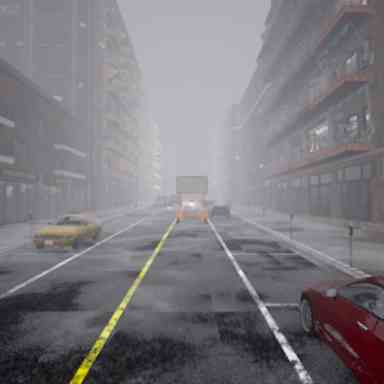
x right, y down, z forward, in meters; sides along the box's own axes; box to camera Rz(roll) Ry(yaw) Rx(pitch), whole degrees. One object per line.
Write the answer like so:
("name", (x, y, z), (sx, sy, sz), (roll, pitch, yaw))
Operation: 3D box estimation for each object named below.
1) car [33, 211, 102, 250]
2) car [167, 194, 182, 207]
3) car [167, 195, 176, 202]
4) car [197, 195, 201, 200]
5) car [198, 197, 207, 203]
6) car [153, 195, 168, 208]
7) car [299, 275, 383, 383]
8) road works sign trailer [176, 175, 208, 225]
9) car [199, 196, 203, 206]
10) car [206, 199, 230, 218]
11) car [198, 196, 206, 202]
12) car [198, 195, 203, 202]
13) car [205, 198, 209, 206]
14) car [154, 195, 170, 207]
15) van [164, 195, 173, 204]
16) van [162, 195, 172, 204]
("car", (-5.293, 1.565, 14.739), (1.752, 1.417, 4.829), (2, 0, 0))
("car", (-2.807, 1.442, 57.117), (2.150, 2.045, 5.566), (0, 0, 1))
("car", (-5.289, 1.716, 86.799), (2.192, 1.841, 5.009), (1, 0, 0))
("car", (2.586, 1.872, 75.676), (1.887, 1.381, 4.507), (1, 0, 0))
("car", (2.586, 1.908, 81.206), (1.887, 1.381, 4.507), (1, 0, 0))
("car", (-5.294, 1.727, 53.446), (1.752, 1.417, 4.829), (2, 0, 0))
("car", (2.585, 1.592, 3.781), (1.802, 1.307, 4.206), (1, 0, 0))
("road works sign trailer", (-0.008, 0.539, 25.114), (2.380, 3.560, 2.880), (0, 0, 0))
("car", (2.586, 1.748, 53.552), (1.887, 1.381, 4.507), (1, 0, 0))
("car", (2.586, 1.645, 31.430), (1.887, 1.381, 4.507), (1, 0, 0))
("car", (2.596, 1.841, 86.738), (1.967, 1.590, 4.097), (1, 0, 0))
("car", (2.585, 1.782, 59.084), (2.008, 1.369, 4.403), (1, 0, 0))
("car", (2.586, 1.649, 37.132), (1.752, 1.417, 4.829), (1, 0, 0))
("car", (-5.288, 1.546, 59.148), (2.192, 1.841, 5.009), (2, 0, 0))
("van", (-5.290, 1.669, 75.739), (1.690, 1.788, 3.998), (1, 0, 0))
("van", (-5.289, 1.634, 70.207), (1.690, 1.788, 3.998), (2, 0, 0))
